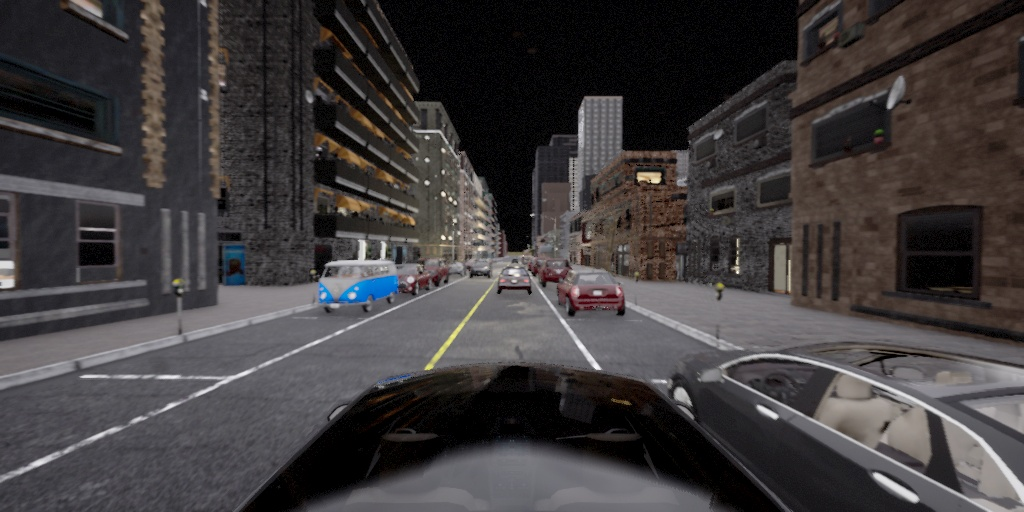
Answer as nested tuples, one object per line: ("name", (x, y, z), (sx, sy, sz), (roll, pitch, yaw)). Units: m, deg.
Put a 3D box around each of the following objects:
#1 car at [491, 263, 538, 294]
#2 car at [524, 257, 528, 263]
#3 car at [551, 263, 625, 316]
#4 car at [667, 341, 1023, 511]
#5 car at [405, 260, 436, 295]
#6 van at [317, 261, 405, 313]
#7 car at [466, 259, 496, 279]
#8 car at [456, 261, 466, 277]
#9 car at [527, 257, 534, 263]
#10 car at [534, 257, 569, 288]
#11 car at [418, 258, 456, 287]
("car", (0.145, 1.298, 20.411), (2.033, 1.411, 5.357), (0, 0, 0))
("car", (3.051, 1.081, 45.858), (2.192, 1.841, 5.009), (0, 0, 1))
("car", (2.770, 1.206, 13.416), (1.967, 1.591, 4.097), (0, 0, 1))
("car", (2.677, 1.317, 2.602), (2.007, 1.370, 4.403), (0, 0, 1))
("car", (-5.563, 1.156, 18.903), (1.967, 1.591, 4.097), (0, 0, 1))
("van", (-5.610, 1.057, 13.496), (1.690, 1.789, 3.998), (0, 0, 1))
("car", (-2.748, 1.257, 32.740), (1.837, 1.490, 4.892), (0, 0, 1))
("car", (-5.423, 1.267, 35.124), (2.007, 1.370, 4.403), (0, 0, 1))
("car", (2.958, 1.081, 35.044), (2.192, 1.841, 5.009), (0, 0, 1))
("car", (2.864, 1.081, 24.230), (2.192, 1.841, 5.009), (0, 0, 1))
("car", (-5.516, 1.031, 24.310), (2.192, 1.841, 5.009), (0, 0, 1))
